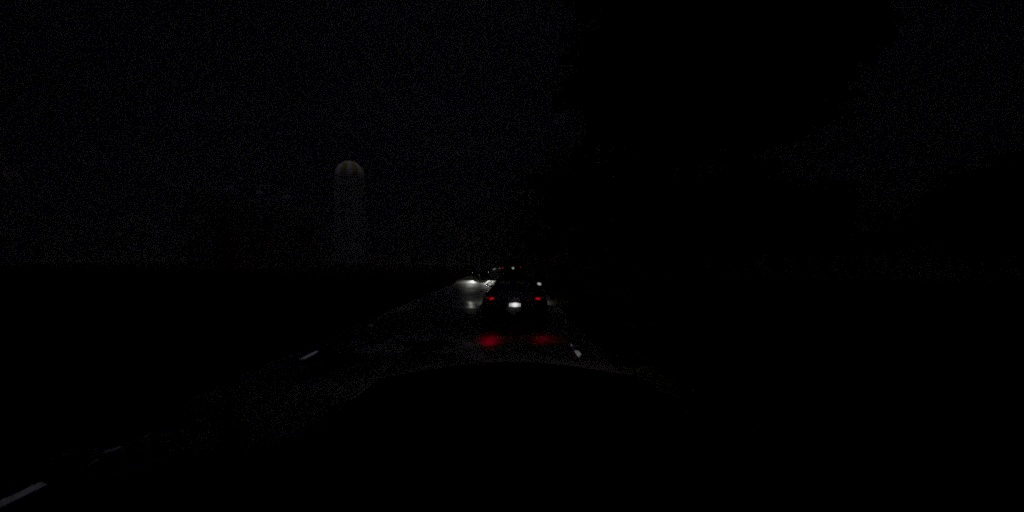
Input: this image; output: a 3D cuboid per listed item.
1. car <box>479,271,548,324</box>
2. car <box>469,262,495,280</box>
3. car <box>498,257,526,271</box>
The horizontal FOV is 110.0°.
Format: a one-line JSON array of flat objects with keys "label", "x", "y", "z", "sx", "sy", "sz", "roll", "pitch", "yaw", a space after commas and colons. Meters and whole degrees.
[{"label": "car", "x": 0.090, "y": 1.365, "z": 12.162, "sx": 1.994, "sy": 1.385, "sz": 4.181, "roll": 0, "pitch": 0, "yaw": 0}, {"label": "car", "x": -2.858, "y": 1.427, "z": 33.801, "sx": 1.837, "sy": 1.490, "sz": 4.892, "roll": 0, "pitch": 0, "yaw": 0}, {"label": "car", "x": 0.089, "y": 1.138, "z": 32.902, "sx": 2.150, "sy": 2.045, "sz": 5.566, "roll": 0, "pitch": 0, "yaw": 0}]
